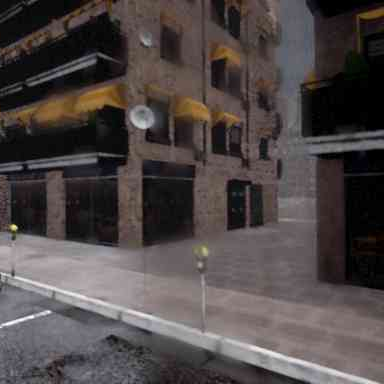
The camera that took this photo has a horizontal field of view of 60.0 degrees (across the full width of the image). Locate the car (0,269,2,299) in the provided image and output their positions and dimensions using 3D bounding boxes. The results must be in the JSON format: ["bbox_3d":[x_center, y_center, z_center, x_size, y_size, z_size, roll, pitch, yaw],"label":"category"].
[{"bbox_3d":[-5.452,1.531,6.628,4.403,1.369,2.008,0,-1,36],"label":"car"}]
